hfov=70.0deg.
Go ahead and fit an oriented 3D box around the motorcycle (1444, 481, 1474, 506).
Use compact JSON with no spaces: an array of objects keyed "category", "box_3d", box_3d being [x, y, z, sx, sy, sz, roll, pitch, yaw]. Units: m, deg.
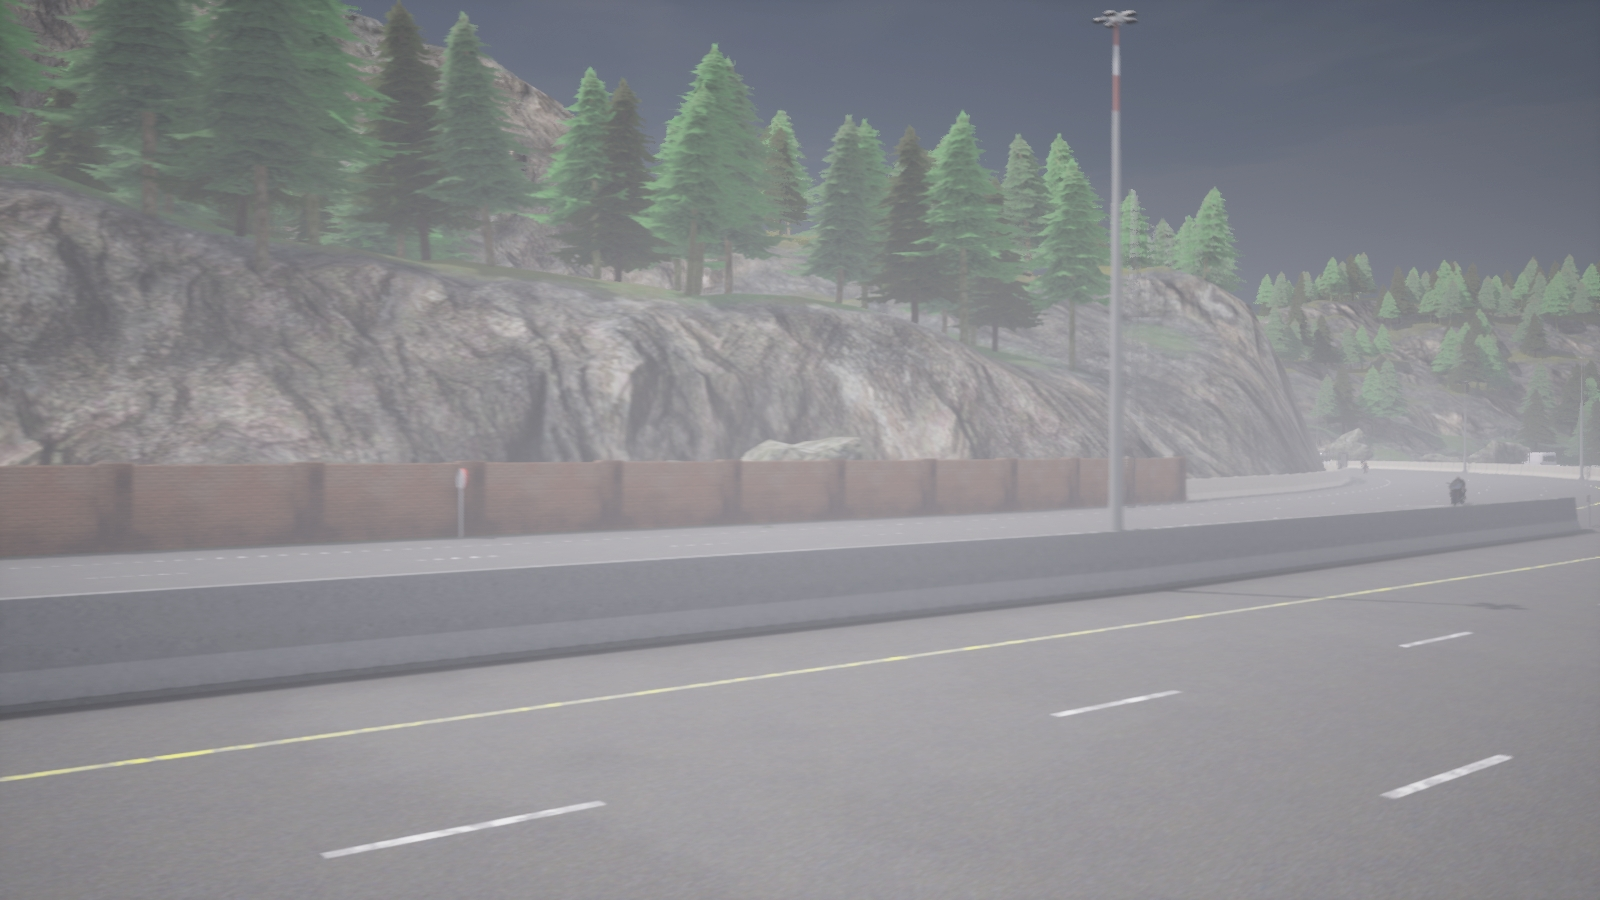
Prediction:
[{"category":"motorcycle","box_3d":[33.873,2.220,58.714,0.867,1.251,2.209,-2,-1,42]}]
